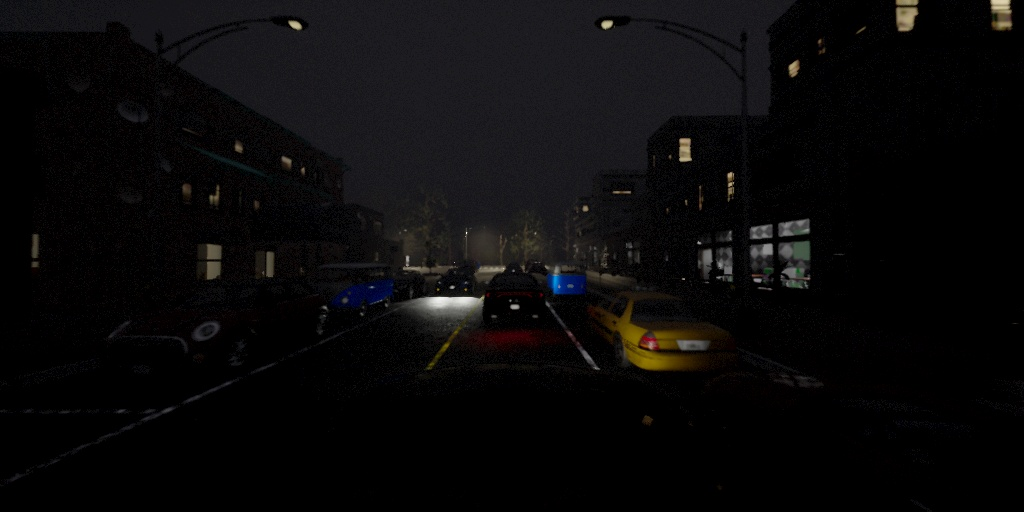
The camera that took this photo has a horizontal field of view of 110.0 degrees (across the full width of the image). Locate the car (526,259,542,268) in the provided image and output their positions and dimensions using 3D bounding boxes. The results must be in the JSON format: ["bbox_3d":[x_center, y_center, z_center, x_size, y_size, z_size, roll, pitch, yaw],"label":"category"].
[{"bbox_3d":[2.771,1.393,40.738,1.967,1.591,4.097,0,0,0],"label":"car"}]

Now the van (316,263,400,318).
[{"bbox_3d":[-5.669,1.153,13.027,1.690,1.789,3.998,0,0,0],"label":"van"}]

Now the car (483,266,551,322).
[{"bbox_3d":[0.063,1.286,12.523,1.882,1.535,5.008,0,0,0],"label":"car"}]

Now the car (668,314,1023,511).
[{"bbox_3d":[2.688,1.333,1.936,1.802,1.307,4.207,0,0,0],"label":"car"}]

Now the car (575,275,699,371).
[{"bbox_3d":[2.700,1.307,7.649,1.751,1.417,4.829,0,0,0],"label":"car"}]

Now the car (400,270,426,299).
[{"bbox_3d":[-5.657,1.392,18.570,2.007,1.370,4.403,0,0,0],"label":"car"}]

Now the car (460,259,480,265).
[{"bbox_3d":[-5.598,1.296,46.286,2.192,1.841,5.009,0,0,0],"label":"car"}]

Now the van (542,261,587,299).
[{"bbox_3d":[2.724,1.181,18.566,1.690,1.789,3.998,0,0,0],"label":"van"}]

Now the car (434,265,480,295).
[{"bbox_3d":[-3.056,1.414,20.287,1.994,1.385,4.181,0,0,0],"label":"car"}]

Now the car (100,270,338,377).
[{"bbox_3d":[-5.681,1.222,7.485,1.967,1.591,4.097,0,0,0],"label":"car"}]

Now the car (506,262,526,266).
[{"bbox_3d":[0.176,1.509,38.956,1.994,1.385,4.181,0,0,0],"label":"car"}]
